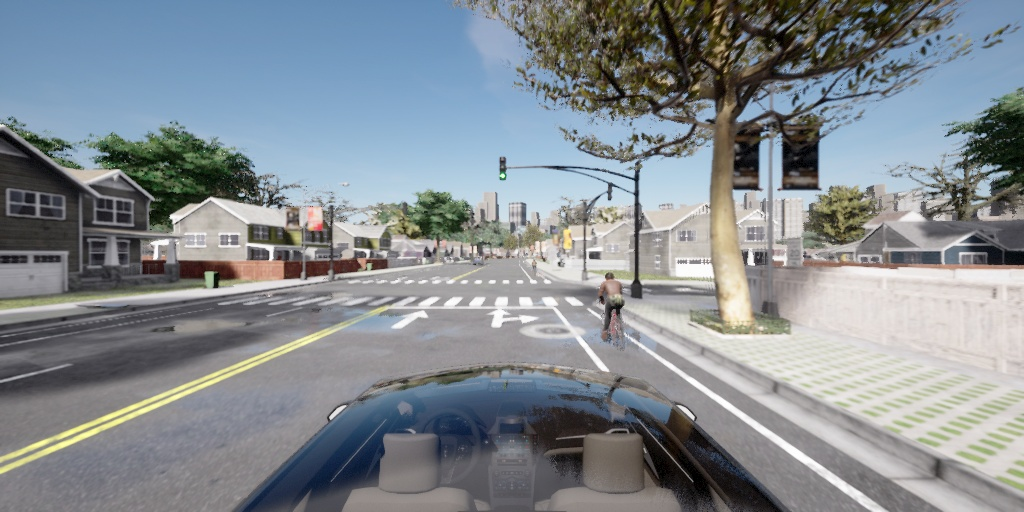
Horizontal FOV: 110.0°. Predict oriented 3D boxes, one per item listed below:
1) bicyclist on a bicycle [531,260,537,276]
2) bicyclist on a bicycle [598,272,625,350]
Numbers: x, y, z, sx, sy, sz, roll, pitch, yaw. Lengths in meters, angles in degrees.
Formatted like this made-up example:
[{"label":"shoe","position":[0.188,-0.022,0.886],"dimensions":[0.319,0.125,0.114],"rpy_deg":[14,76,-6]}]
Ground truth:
[{"label":"bicyclist on a bicycle","position":[2.248,1.187,36.097],"dimensions":[0.582,1.620,1.656],"rpy_deg":[0,0,0]},{"label":"bicyclist on a bicycle","position":[2.250,1.203,8.115],"dimensions":[0.582,1.620,1.656],"rpy_deg":[0,0,0]}]
